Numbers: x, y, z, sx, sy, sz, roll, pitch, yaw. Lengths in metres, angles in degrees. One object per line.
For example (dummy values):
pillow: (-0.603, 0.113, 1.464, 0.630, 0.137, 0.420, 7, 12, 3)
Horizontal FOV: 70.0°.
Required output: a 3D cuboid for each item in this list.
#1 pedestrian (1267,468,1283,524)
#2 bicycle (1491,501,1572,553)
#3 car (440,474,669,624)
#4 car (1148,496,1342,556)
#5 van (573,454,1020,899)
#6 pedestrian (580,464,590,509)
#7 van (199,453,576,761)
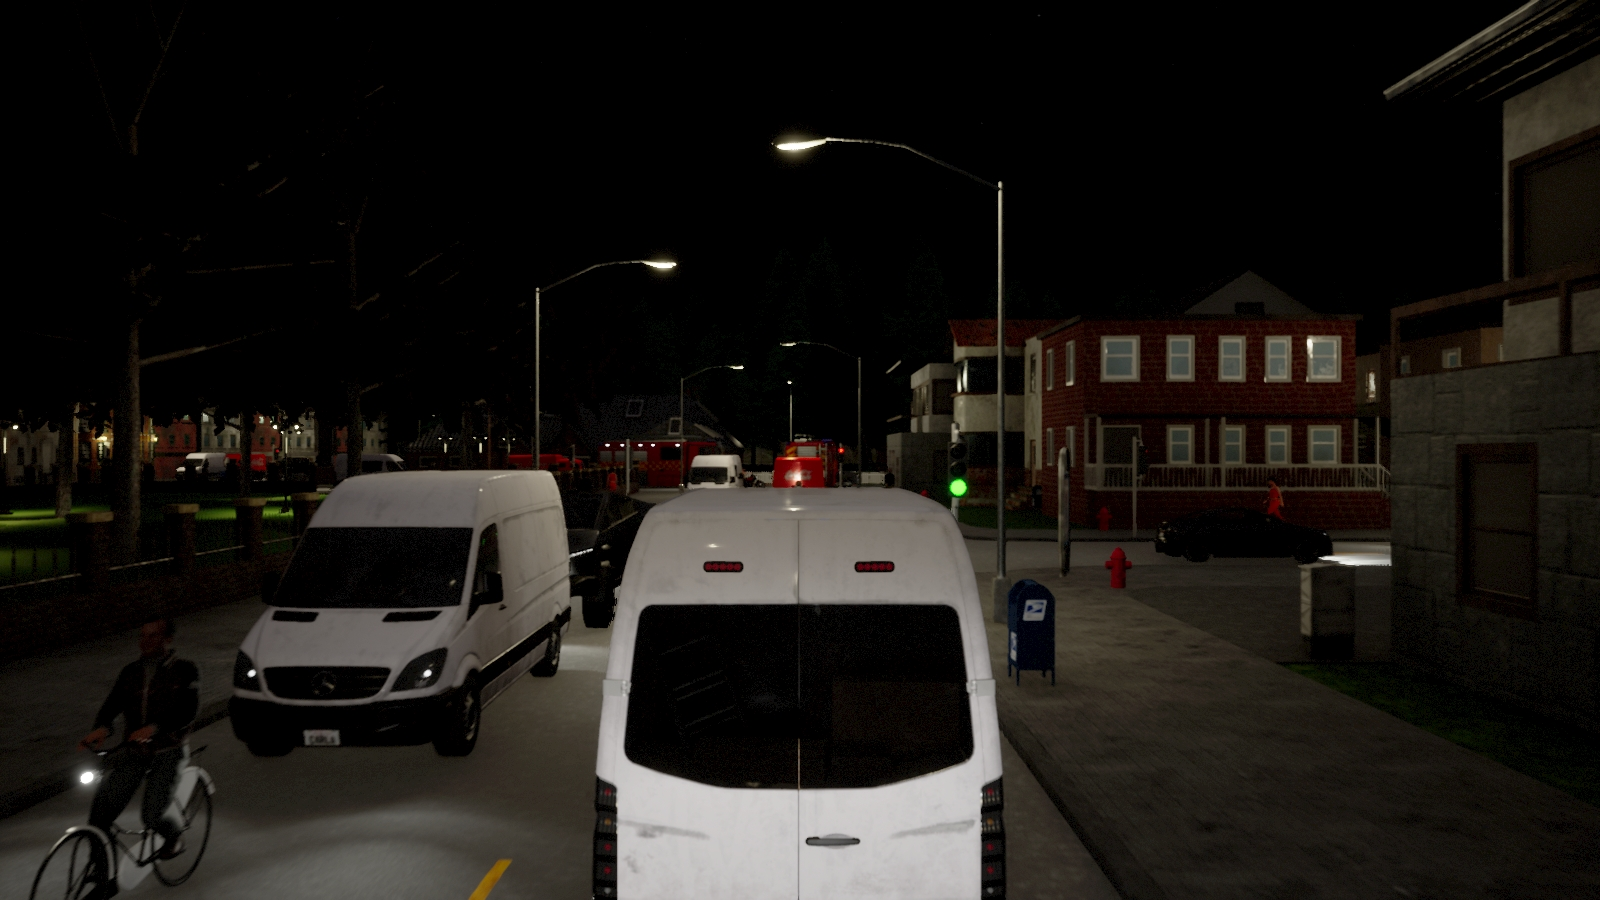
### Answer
pedestrian: (15.891, 1.520, 38.239, 0.375, 1.860, 0.375, 0, 0, 2)
bicycle: (18.491, 1.943, 28.904, 1.835, 1.271, 0.329, 0, 0, 0)
car: (-4.019, 1.536, 20.138, 2.390, 2.098, 6.274, 0, 0, 3)
car: (11.217, 1.902, 29.040, 4.181, 1.385, 1.994, 0, 0, 2)
van: (-0.018, 1.315, 8.048, 1.988, 2.561, 5.915, 0, 0, 0)
pedestrian: (-8.934, 1.529, 47.466, 0.375, 1.860, 0.375, 0, 0, -18)
van: (-4.021, 1.316, 12.487, 1.988, 2.561, 5.915, 0, 0, 0)
